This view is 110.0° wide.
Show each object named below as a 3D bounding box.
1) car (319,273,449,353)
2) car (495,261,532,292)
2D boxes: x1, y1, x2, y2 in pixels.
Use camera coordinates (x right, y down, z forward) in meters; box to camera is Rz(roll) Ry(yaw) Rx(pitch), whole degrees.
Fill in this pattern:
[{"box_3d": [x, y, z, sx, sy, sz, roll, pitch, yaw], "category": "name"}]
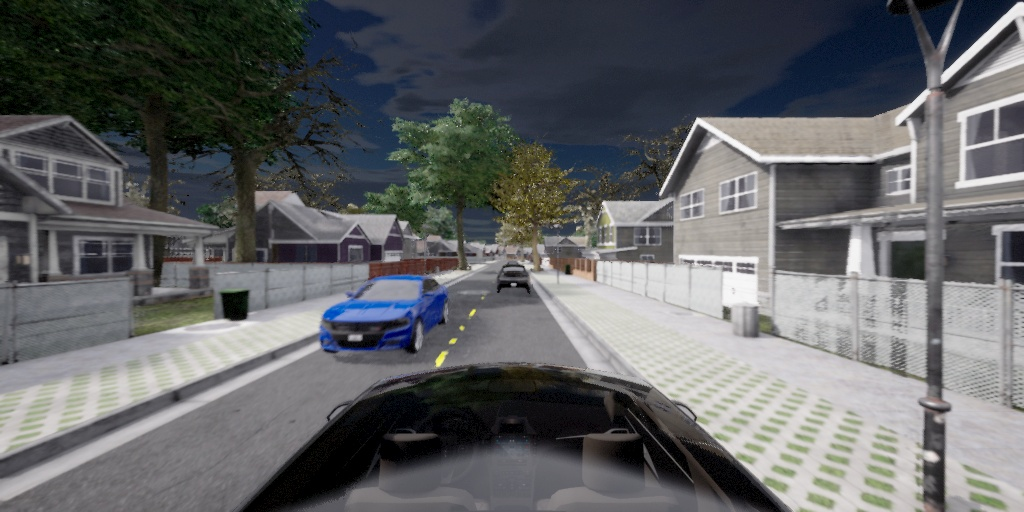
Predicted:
[{"box_3d": [-2.835, 1.223, 9.003, 1.882, 1.535, 5.008, 0, 0, 0], "category": "car"}, {"box_3d": [0.082, 1.247, 21.055, 1.837, 1.490, 4.892, 0, 0, 0], "category": "car"}]
